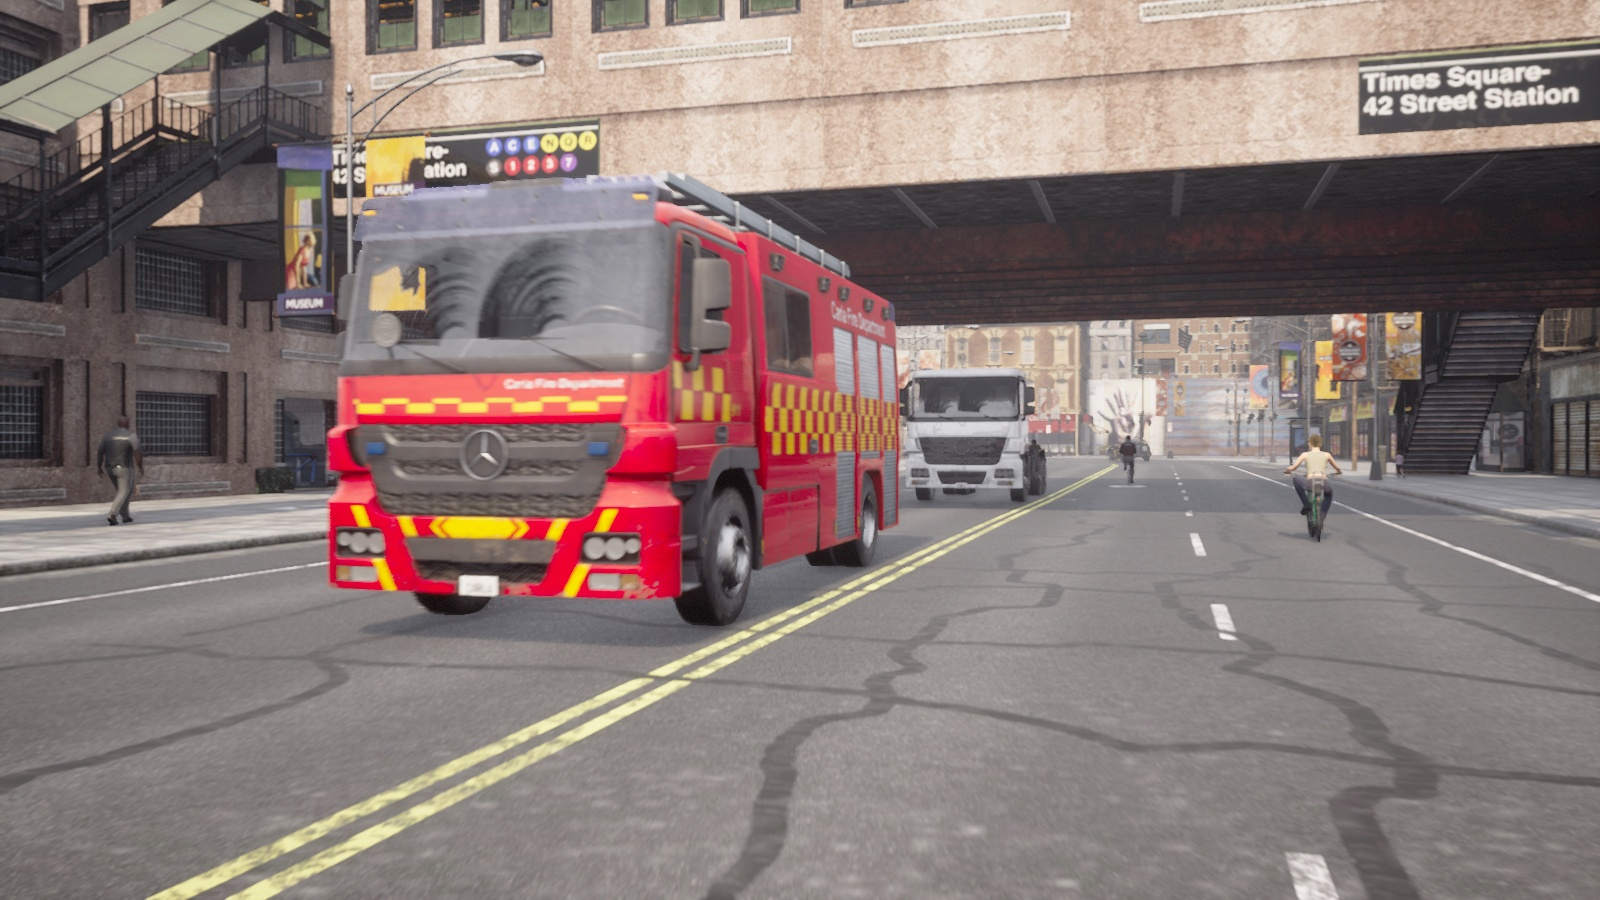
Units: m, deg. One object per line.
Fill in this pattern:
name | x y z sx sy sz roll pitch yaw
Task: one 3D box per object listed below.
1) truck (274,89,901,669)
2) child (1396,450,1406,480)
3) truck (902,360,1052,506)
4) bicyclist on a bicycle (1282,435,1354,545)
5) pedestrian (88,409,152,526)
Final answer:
truck | -1.244 -0.491 12.761 2.891 3.827 8.468 0 0 16
child | 22.374 0.538 46.741 0.255 1.110 0.394 0 0 9
truck | 5.000 -0.423 33.979 2.891 3.462 7.936 0 0 16
bicyclist on a bicycle | 7.905 0.581 19.241 0.866 1.612 1.509 0 0 17
pedestrian | -11.119 0.278 20.558 0.563 1.883 0.849 0 0 2
